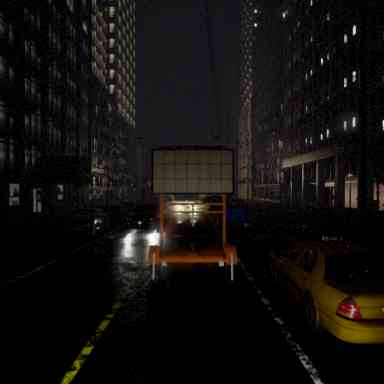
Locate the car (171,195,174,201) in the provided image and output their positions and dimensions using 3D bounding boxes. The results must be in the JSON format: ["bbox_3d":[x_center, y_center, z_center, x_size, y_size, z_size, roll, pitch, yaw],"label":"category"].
[{"bbox_3d":[-5.537,1.563,74.637,1.802,1.307,4.206,-1,0,0],"label":"car"}]

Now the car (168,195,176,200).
[{"bbox_3d":[-5.501,1.501,91.519,1.752,1.417,4.829,-1,0,0],"label":"car"}]

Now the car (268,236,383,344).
[{"bbox_3d":[2.697,1.524,6.586,1.752,1.417,4.829,-1,0,0],"label":"car"}]

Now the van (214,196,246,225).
[{"bbox_3d":[2.731,1.335,23.467,1.690,1.788,3.998,-1,0,0],"label":"van"}]

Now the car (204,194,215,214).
[{"bbox_3d":[2.755,1.307,34.834,2.192,1.841,5.009,-1,0,0],"label":"car"}]

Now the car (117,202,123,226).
[{"bbox_3d":[-5.647,1.560,23.485,1.947,1.339,4.313,-1,0,0],"label":"car"}]

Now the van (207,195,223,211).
[{"bbox_3d":[2.768,1.332,40.518,1.690,1.788,3.998,-1,0,0],"label":"van"}]

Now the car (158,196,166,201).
[{"bbox_3d":[-5.586,1.538,51.903,2.008,1.369,4.403,-1,0,0],"label":"car"}]

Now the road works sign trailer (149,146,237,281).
[{"bbox_3d":[0.025,0.462,9.825,2.380,3.560,2.880,0,0,0],"label":"road works sign trailer"}]

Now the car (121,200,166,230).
[{"bbox_3d":[-2.954,1.500,21.239,1.837,1.490,4.892,0,0,0],"label":"car"}]

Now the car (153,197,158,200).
[{"bbox_3d":[-5.610,1.572,40.536,1.802,1.307,4.206,-1,0,0],"label":"car"}]

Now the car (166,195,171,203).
[{"bbox_3d":[-5.562,1.535,63.270,2.008,1.369,4.403,-1,0,0],"label":"car"}]

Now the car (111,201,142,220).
[{"bbox_3d":[-5.635,1.538,29.168,1.887,1.381,4.507,-1,0,0],"label":"car"}]

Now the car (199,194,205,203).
[{"bbox_3d":[2.819,1.535,63.252,2.008,1.369,4.403,-1,0,0],"label":"car"}]

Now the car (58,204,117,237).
[{"bbox_3d":[-5.660,1.547,17.801,2.008,1.369,4.403,-1,0,0],"label":"car"}]

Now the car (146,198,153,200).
[{"bbox_3d":[-5.624,1.543,34.852,2.008,1.369,4.403,-1,0,0],"label":"car"}]

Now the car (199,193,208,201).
[{"bbox_3d":[2.865,1.293,85.987,2.192,1.841,5.009,-1,0,0],"label":"car"}]
